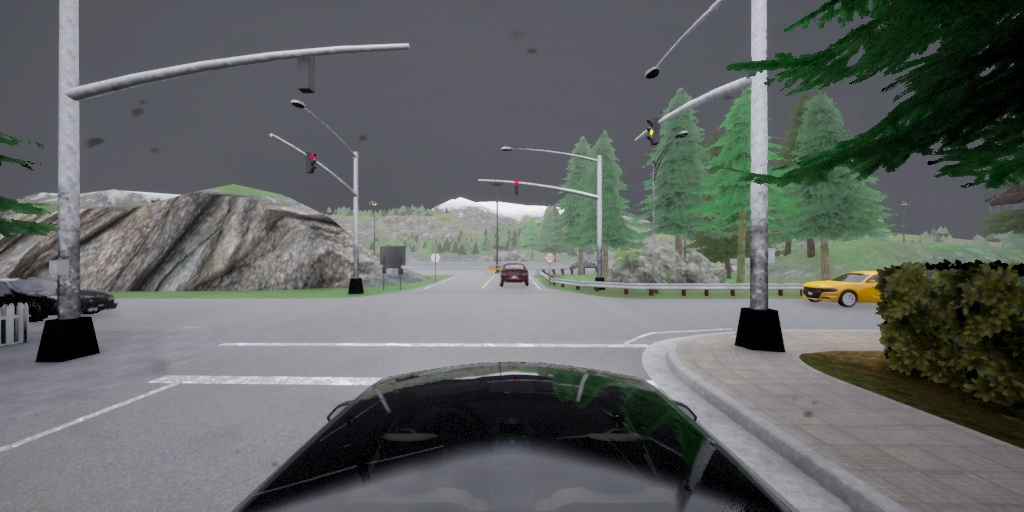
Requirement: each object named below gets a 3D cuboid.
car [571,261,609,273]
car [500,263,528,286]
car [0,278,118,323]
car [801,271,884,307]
[{"bbox_3d":[10.076,1.451,46.461,4.892,1.490,1.837,0,-2,3],"label":"car"},{"bbox_3d":[0.138,1.225,25.678,1.882,1.535,5.008,0,0,0],"label":"car"},{"bbox_3d":[-17.387,1.488,12.617,5.357,1.411,2.033,0,0,0],"label":"car"},{"bbox_3d":[15.952,1.419,16.162,5.008,1.535,1.882,0,0,0],"label":"car"}]
